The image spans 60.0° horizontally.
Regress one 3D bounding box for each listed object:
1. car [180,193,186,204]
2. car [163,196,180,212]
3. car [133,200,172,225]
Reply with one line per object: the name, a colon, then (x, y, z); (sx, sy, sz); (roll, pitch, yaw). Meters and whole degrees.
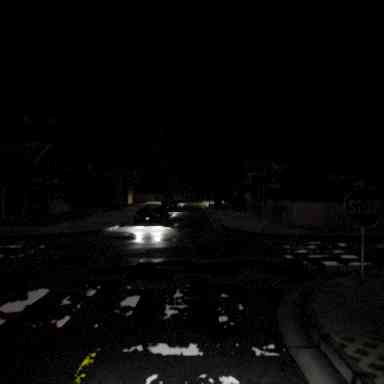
car: (-2.683, 1.443, 64.242); (1.882, 1.535, 5.008); (0, 0, 0)
car: (-2.705, 1.477, 39.160); (1.837, 1.490, 4.892); (0, 0, 0)
car: (-2.810, 1.546, 23.646); (1.994, 1.385, 4.181); (0, 0, 3)
